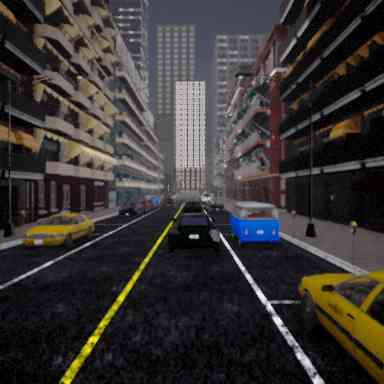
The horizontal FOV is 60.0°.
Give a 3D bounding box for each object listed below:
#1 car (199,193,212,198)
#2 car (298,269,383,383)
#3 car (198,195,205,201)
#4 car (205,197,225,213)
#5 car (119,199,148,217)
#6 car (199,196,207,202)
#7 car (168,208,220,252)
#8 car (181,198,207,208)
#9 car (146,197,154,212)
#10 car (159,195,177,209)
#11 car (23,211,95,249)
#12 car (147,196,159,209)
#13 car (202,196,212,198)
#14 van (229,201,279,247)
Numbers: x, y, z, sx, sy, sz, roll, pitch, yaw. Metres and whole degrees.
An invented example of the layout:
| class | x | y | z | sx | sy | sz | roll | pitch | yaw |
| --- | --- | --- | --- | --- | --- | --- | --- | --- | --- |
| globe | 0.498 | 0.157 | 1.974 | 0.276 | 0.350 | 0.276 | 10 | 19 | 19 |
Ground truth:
| class | x | y | z | sx | sy | sz | roll | pitch | yaw |
| --- | --- | --- | --- | --- | --- | --- | --- | --- | --- |
| car | 2.988 | 1.280 | 67.991 | 2.150 | 2.045 | 5.566 | 0 | 0 | 0 |
| car | 2.681 | 1.528 | 4.047 | 1.752 | 1.417 | 4.829 | 0 | 0 | 0 |
| car | 2.666 | 1.610 | 92.421 | 1.752 | 1.417 | 4.829 | -1 | 0 | 0 |
| car | 2.676 | 1.576 | 37.017 | 2.008 | 1.369 | 4.403 | -1 | 0 | 0 |
| car | -5.704 | 1.587 | 31.505 | 1.947 | 1.339 | 4.313 | 0 | 0 | 0 |
| car | 2.668 | 1.615 | 81.204 | 1.887 | 1.381 | 4.507 | -1 | 0 | 0 |
| car | 0.081 | 1.573 | 13.944 | 1.994 | 1.385 | 4.181 | 0 | 0 | 0 |
| car | 0.081 | 1.525 | 29.601 | 1.837 | 1.490 | 4.892 | 0 | 0 | 0 |
| car | -5.705 | 1.570 | 37.029 | 1.887 | 1.381 | 4.507 | 0 | 0 | 0 |
| car | -3.095 | 1.539 | 45.074 | 1.837 | 1.490 | 4.892 | 0 | -1 | 0 |
| car | -5.702 | 1.534 | 14.765 | 1.752 | 1.417 | 4.829 | 0 | 0 | 0 |
| car | -5.706 | 1.575 | 42.553 | 1.887 | 1.381 | 4.507 | 0 | 0 | 0 |
| car | 2.675 | 1.581 | 42.540 | 2.008 | 1.369 | 4.403 | -1 | 0 | 0 |
| van | 2.678 | 1.350 | 14.924 | 1.690 | 1.788 | 3.998 | -1 | 0 | 0 |
